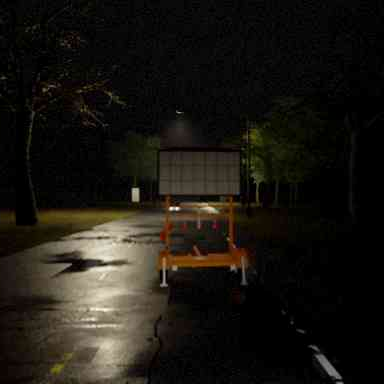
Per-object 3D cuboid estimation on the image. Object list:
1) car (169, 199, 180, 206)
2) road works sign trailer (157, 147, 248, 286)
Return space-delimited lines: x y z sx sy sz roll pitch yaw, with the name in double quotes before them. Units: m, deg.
"car" -3.261 1.999 63.436 2.128 1.511 4.902 0 -1 0
"road works sign trailer" 0.198 0.525 9.613 2.380 3.560 2.880 0 0 -5
